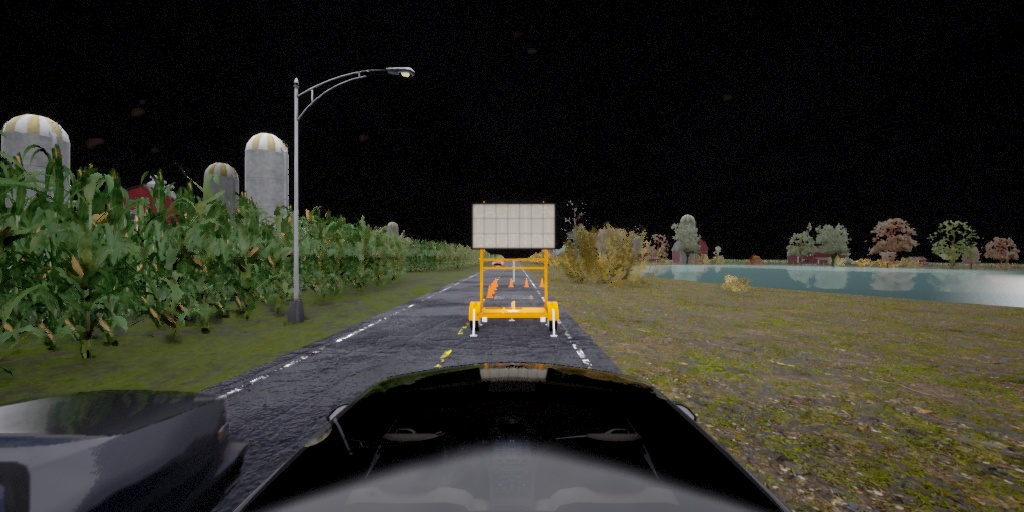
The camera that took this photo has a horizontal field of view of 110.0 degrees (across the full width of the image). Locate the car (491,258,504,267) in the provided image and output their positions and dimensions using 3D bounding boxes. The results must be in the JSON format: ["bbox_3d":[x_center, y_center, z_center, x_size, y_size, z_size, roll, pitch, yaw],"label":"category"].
[{"bbox_3d":[-2.429,1.196,62.024,2.097,1.767,4.553,0,0,0],"label":"car"}]

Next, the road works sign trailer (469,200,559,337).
[{"bbox_3d":[0.051,0.217,10.295,2.380,3.560,2.880,0,0,0],"label":"road works sign trailer"}]

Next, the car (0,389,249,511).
[{"bbox_3d":[-2.851,1.297,0.197,2.033,1.411,5.357,0,0,0],"label":"car"}]
